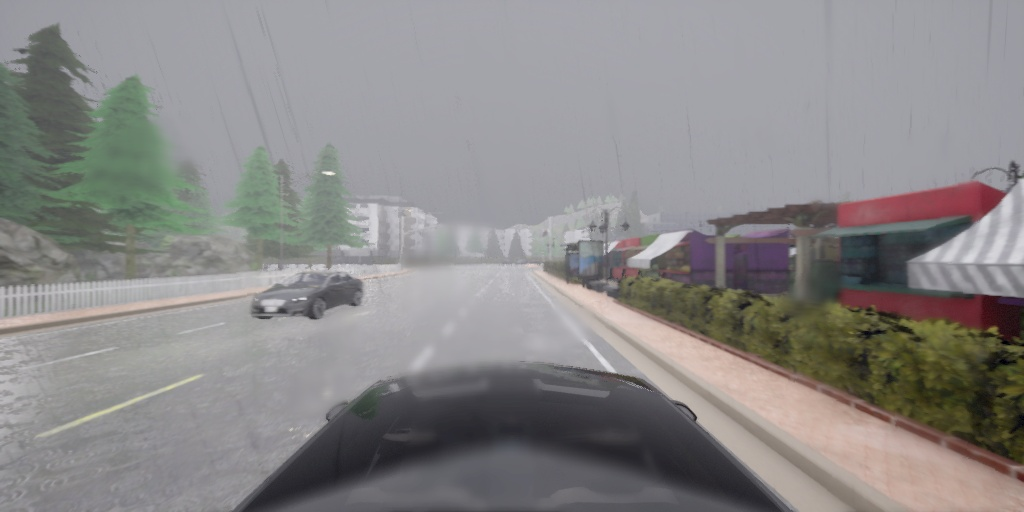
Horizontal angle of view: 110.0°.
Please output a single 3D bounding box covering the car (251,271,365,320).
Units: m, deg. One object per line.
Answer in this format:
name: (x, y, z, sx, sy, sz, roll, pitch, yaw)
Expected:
car: (-6.994, 1.296, 12.868, 2.128, 1.511, 4.902, 0, 0, 0)
